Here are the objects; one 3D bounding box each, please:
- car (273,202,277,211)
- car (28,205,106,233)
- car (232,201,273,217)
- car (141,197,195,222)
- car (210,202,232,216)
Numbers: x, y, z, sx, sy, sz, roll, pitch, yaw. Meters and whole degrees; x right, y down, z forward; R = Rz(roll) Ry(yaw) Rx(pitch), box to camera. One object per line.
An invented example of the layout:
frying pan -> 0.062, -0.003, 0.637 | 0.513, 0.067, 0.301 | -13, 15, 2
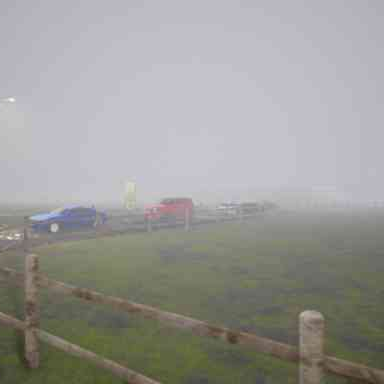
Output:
car -> 10.001, 1.928, 45.464 | 2.128, 1.511, 4.902 | 0, -1, 37
car -> -7.815, 1.641, 21.138 | 1.882, 1.535, 5.008 | 0, 0, 35
car -> 6.591, 1.848, 35.889 | 1.837, 1.490, 4.892 | 0, -1, 36
car -> -1.968, 1.470, 29.184 | 2.150, 2.045, 5.566 | 0, -1, 37
car -> 3.808, 1.862, 37.060 | 1.812, 1.442, 4.674 | 0, -1, 36
